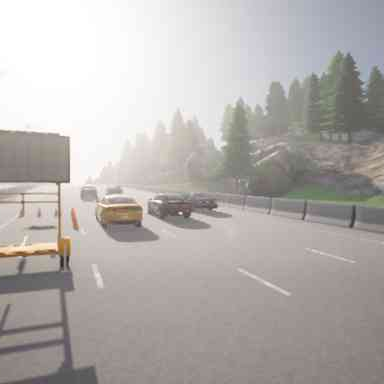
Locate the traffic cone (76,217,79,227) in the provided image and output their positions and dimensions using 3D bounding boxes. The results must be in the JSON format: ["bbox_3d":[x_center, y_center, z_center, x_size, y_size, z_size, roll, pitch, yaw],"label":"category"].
[{"bbox_3d":[-5.656,1.399,16.138,0.340,0.580,0.340,0,2,-21],"label":"traffic cone"}]

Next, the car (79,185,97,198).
[{"bbox_3d":[-12.419,-0.062,39.875,1.837,1.490,4.892,0,3,-21],"label":"car"}]

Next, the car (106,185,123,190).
[{"bbox_3d":[-10.433,-0.241,44.500,2.128,1.511,4.902,0,3,-21],"label":"car"}]

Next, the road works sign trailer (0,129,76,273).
[{"bbox_3d":[-4.571,0.153,9.020,2.380,3.560,2.880,0,2,-23],"label":"road works sign trailer"}]

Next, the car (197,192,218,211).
[{"bbox_3d":[0.228,0.691,26.308,2.033,1.411,5.357,0,2,-21],"label":"car"}]

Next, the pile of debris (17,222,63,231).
[{"bbox_3d":[-7.044,1.612,15.610,1.860,0.140,1.500,0,2,-20],"label":"pile of debris"}]

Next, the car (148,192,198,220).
[{"bbox_3d":[-1.520,0.825,21.057,1.837,1.490,4.892,0,2,-21],"label":"car"}]

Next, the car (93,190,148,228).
[{"bbox_3d":[-3.941,0.891,17.575,1.882,1.535,5.008,0,2,-21],"label":"car"}]
